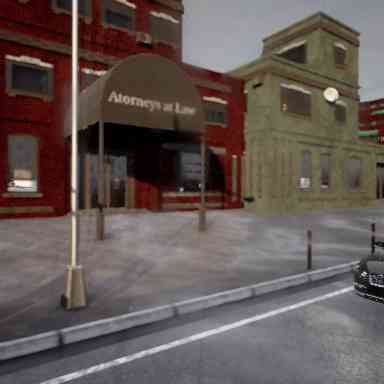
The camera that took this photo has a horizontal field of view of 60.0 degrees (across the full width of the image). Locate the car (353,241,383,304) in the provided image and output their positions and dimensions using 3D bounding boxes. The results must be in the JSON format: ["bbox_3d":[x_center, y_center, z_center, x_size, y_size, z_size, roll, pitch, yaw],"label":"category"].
[{"bbox_3d":[5.458,1.506,7.276,4.892,1.490,1.837,0,0,-36],"label":"car"}]
